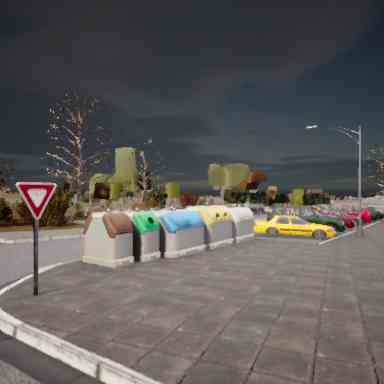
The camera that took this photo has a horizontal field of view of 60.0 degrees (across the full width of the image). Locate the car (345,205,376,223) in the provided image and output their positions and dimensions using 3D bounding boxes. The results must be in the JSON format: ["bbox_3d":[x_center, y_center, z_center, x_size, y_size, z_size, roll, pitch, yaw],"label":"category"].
[{"bbox_3d":[16.923,2.605,37.215,5.566,2.045,2.435,1,-1,15],"label":"car"}]

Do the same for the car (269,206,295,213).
[{"bbox_3d":[19.666,3.791,72.816,5.366,1.575,1.946,0,-2,14],"label":"car"}]

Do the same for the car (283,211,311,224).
[{"bbox_3d":[12.356,2.956,38.937,1.895,1.301,4.718,0,-2,35],"label":"car"}]

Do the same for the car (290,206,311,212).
[{"bbox_3d":[27.696,4.275,85.177,4.792,1.488,2.163,0,-2,13],"label":"car"}]

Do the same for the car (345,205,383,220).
[{"bbox_3d":[27.250,3.150,52.026,5.566,2.045,2.435,1,-1,15],"label":"car"}]

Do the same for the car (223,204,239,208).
[{"bbox_3d":[4.267,3.022,50.835,4.674,1.452,2.002,0,-2,15],"label":"car"}]

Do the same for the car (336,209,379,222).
[{"bbox_3d":[22.053,3.157,44.622,4.792,1.488,2.163,1,-1,15],"label":"car"}]

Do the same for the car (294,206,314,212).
[{"bbox_3d":[29.371,4.366,87.658,4.792,1.488,2.163,0,-2,13],"label":"car"}]

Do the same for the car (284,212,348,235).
[{"bbox_3d":[10.049,2.530,27.326,4.674,1.452,2.002,1,-1,15],"label":"car"}]

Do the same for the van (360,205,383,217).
[{"bbox_3d":[33.951,3.534,61.950,4.442,1.987,1.878,1,-1,14],"label":"van"}]

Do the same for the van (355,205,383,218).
[{"bbox_3d":[30.530,3.353,56.994,4.442,1.987,1.878,1,-1,15],"label":"van"}]

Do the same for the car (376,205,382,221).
[{"bbox_3d":[20.350,2.786,42.154,5.566,2.045,2.435,1,-1,15],"label":"car"}]

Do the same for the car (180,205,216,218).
[{"bbox_3d":[0.850,2.676,45.957,4.553,1.767,2.185,0,-2,15],"label":"car"}]

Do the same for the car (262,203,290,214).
[{"bbox_3d":[17.778,3.453,70.420,5.566,2.045,2.435,0,-2,15],"label":"car"}]

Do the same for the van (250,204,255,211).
[{"bbox_3d":[7.770,2.937,55.705,4.442,1.987,1.878,0,-2,15],"label":"van"}]

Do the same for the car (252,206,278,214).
[{"bbox_3d":[14.394,3.553,65.517,4.792,1.488,2.163,0,-2,15],"label":"car"}]

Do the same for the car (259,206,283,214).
[{"bbox_3d":[16.144,3.644,67.956,4.792,1.488,2.163,0,-2,15],"label":"car"}]

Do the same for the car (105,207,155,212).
[{"bbox_3d":[-6.860,2.390,34.801,4.892,1.521,2.231,0,-2,15],"label":"car"}]

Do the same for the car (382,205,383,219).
[{"bbox_3d":[23.829,2.969,47.089,5.566,2.045,2.435,1,-1,15],"label":"car"}]

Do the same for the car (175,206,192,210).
[{"bbox_3d":[-3.167,2.593,40.413,5.366,1.575,1.946,0,-2,15],"label":"car"}]

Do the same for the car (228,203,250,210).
[{"bbox_3d":[5.935,2.821,53.292,5.566,2.045,2.435,0,-2,15],"label":"car"}]

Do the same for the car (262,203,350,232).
[{"bbox_3d":[8.358,2.140,24.860,5.566,2.045,2.435,1,-1,15],"label":"car"}]

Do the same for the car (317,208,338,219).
[{"bbox_3d":[20.890,3.274,51.248,1.882,1.535,5.008,0,-2,35],"label":"car"}]

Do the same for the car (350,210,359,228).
[{"bbox_3d":[11.785,2.584,29.803,5.008,1.535,2.097,1,-1,15],"label":"car"}]

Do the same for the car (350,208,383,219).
[{"bbox_3d":[28.928,3.491,54.491,5.008,1.535,2.097,1,-1,15],"label":"car"}]

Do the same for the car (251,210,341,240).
[{"bbox_3d":[6.772,2.286,22.332,5.366,1.575,1.946,2,-2,15],"label":"car"}]

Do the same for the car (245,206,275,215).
[{"bbox_3d":[12.913,3.430,63.022,5.366,1.575,1.946,0,-2,15],"label":"car"}]

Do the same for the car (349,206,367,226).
[{"bbox_3d":[15.202,2.640,34.759,4.553,1.767,2.185,1,-1,15],"label":"car"}]

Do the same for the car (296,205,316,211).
[{"bbox_3d":[30.937,4.426,90.152,5.008,1.535,2.097,0,-2,13],"label":"car"}]

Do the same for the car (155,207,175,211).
[{"bbox_3d":[-4.915,2.494,37.581,4.892,1.521,2.231,0,-2,15],"label":"car"}]

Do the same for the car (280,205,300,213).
[{"bbox_3d":[22.851,3.849,77.761,4.553,1.767,2.185,0,-2,14],"label":"car"}]

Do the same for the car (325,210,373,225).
[{"bbox_3d":[18.630,2.976,39.682,4.792,1.488,2.163,1,-1,15],"label":"car"}]

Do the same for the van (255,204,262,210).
[{"bbox_3d":[9.462,3.027,58.153,4.442,1.987,1.878,0,-2,15],"label":"van"}]
